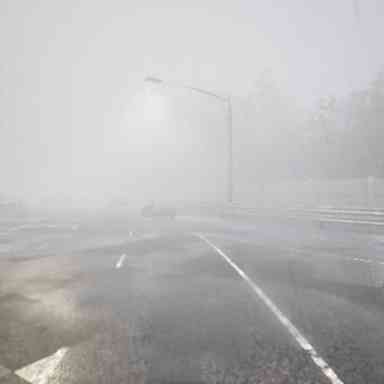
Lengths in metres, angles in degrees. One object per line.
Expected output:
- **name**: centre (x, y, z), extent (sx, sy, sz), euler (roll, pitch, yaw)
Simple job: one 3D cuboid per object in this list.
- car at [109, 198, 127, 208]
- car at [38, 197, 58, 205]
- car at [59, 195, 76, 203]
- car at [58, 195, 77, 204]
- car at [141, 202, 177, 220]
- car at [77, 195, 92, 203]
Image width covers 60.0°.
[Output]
- **car**: centre (-10.748, 1.517, 48.195), extent (2.033, 1.411, 5.357), euler (-1, 0, -23)
- **car**: centre (-27.432, 1.584, 62.184), extent (2.128, 1.511, 4.902), euler (0, 0, -38)
- **car**: centre (-27.779, 1.475, 73.868), extent (2.097, 1.767, 4.553), euler (0, 0, -41)
- **car**: centre (-24.609, 1.519, 64.253), extent (2.033, 1.411, 5.357), euler (0, 0, -38)
- **car**: centre (-2.907, 1.534, 28.099), extent (2.033, 1.411, 5.357), euler (0, 0, -22)
- **car**: centre (-21.431, 1.434, 65.934), extent (1.882, 1.535, 5.008), euler (0, 0, -38)
